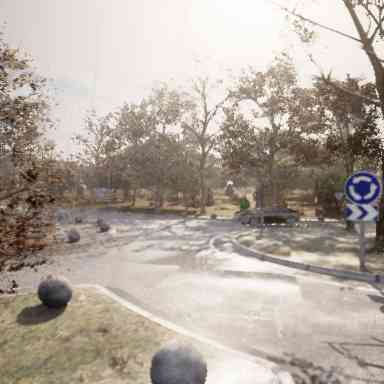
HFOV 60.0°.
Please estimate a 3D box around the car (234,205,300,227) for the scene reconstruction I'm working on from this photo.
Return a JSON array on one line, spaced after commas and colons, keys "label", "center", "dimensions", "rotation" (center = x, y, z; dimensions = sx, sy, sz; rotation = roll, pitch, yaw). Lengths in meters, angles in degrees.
[{"label": "car", "center": [5.461, 1.728, 24.297], "dimensions": [4.902, 1.511, 2.128], "rotation": [1, -1, -17]}]
